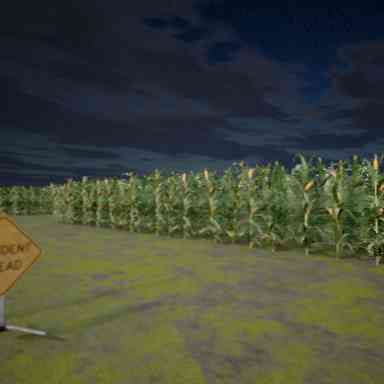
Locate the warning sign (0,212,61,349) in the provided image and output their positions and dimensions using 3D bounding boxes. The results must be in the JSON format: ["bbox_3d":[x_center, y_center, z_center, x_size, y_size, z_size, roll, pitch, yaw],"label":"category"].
[{"bbox_3d":[-2.929,1.256,5.121,1.060,1.860,1.300,-1,-2,40],"label":"warning sign"}]
